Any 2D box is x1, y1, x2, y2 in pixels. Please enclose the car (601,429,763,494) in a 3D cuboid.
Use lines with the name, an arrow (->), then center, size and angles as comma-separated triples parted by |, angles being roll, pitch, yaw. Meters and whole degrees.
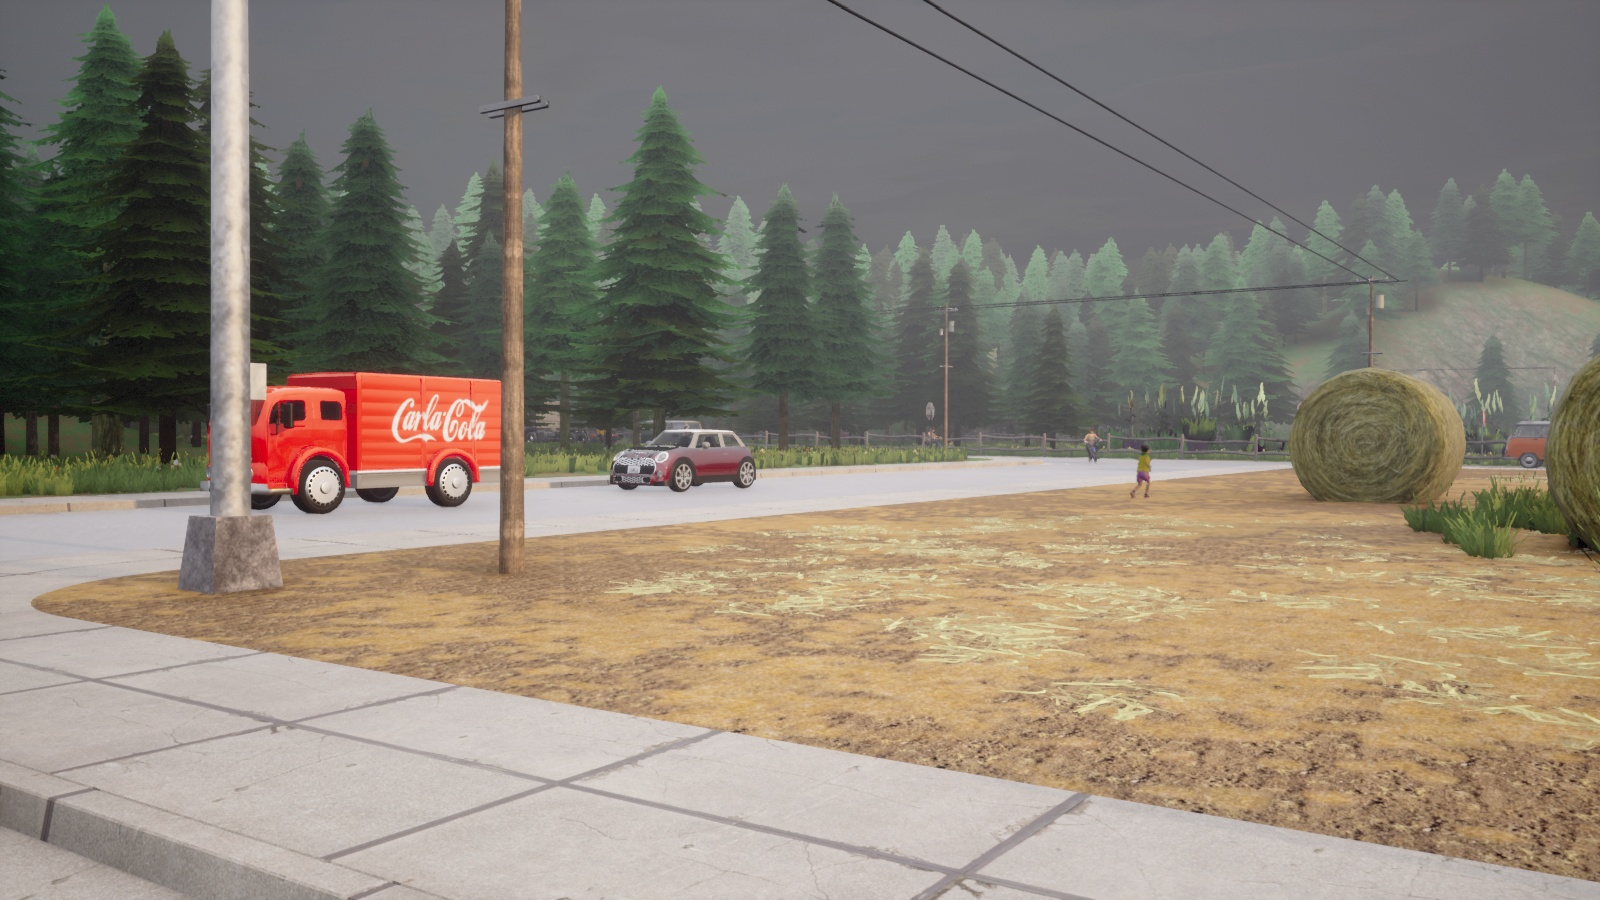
car -> -2.831, 0.238, 30.845 | 1.970, 1.475, 3.806 | 0, 1, 35

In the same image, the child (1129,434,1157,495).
child -> 6.667, 0.280, 24.383 | 0.473, 1.160, 0.299 | -1, 1, -38

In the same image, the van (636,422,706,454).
van -> -8.399, -0.790, 81.489 | 4.442, 1.987, 1.775 | 0, 1, 36

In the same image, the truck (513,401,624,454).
truck -> -16.094, -1.525, 87.022 | 7.936, 3.462, 2.891 | 0, 1, 36

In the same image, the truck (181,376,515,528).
truck -> -8.143, -0.019, 23.156 | 2.627, 2.467, 5.204 | 0, 1, 35

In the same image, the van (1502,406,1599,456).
van -> 31.443, -0.776, 51.509 | 4.442, 1.987, 1.775 | 0, 1, 37
